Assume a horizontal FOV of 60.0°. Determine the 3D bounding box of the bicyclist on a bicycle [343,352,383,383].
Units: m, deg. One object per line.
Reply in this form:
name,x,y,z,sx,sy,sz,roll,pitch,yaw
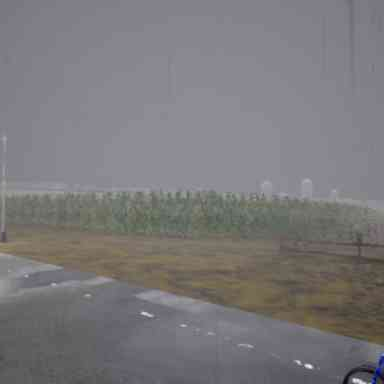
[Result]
bicyclist on a bicycle,2.264,1.604,3.253,1.509,1.612,0.866,-1,-3,39
